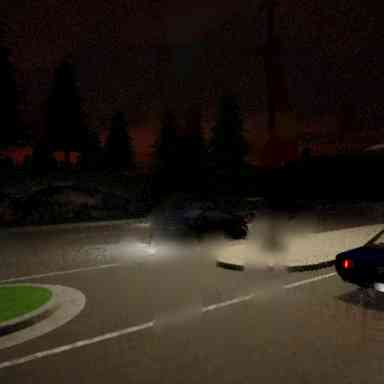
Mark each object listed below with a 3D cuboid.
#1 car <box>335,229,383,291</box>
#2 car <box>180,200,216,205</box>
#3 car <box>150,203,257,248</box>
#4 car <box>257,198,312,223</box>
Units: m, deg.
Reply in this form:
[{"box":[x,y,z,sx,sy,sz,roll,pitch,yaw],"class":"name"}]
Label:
[{"box":[5.319,1.415,7.349,4.718,1.301,1.895,-2,1,-35],"class":"car"},{"box":[0.297,1.253,22.344,5.357,1.411,2.033,-2,1,-34],"class":"car"},{"box":[0.366,1.378,13.925,4.181,1.385,1.994,-1,1,-34],"class":"car"},{"box":[5.996,1.138,21.972,4.674,1.442,1.812,-2,1,-34],"class":"car"}]
